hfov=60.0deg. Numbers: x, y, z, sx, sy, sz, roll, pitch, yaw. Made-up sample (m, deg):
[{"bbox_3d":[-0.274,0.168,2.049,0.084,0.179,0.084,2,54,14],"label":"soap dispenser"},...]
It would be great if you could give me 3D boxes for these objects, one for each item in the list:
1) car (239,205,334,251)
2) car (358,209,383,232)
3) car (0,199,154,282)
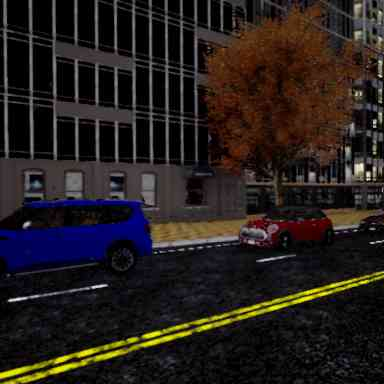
[{"bbox_3d":[4.218,1.450,14.662,4.553,1.767,2.097,1,0,-35],"label":"car"},{"bbox_3d":[12.462,1.737,20.484,5.357,1.411,2.033,1,0,-35],"label":"car"},{"bbox_3d":[-3.738,1.230,9.002,5.566,2.045,2.150,1,0,-35],"label":"car"}]
